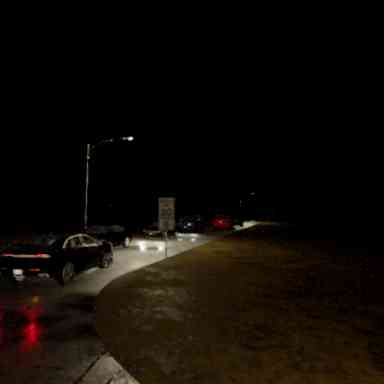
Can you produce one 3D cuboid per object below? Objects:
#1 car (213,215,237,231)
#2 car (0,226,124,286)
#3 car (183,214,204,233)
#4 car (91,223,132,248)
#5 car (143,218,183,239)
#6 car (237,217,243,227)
[{"bbox_3d":[4.249,4.070,44.263,2.150,2.045,5.566,0,-4,14],"label":"car"},{"bbox_3d":[-4.379,2.140,11.537,2.128,1.511,4.902,-1,-4,9],"label":"car"},{"bbox_3d":[-0.045,3.704,39.561,2.150,2.045,5.566,0,-4,15],"label":"car"},{"bbox_3d":[-5.308,2.626,19.717,1.882,1.535,5.008,0,-4,15],"label":"car"},{"bbox_3d":[-2.708,3.283,29.533,1.882,1.535,5.008,0,-4,15],"label":"car"},{"bbox_3d":[7.674,5.117,57.607,2.097,1.767,4.553,0,-4,15],"label":"car"}]
